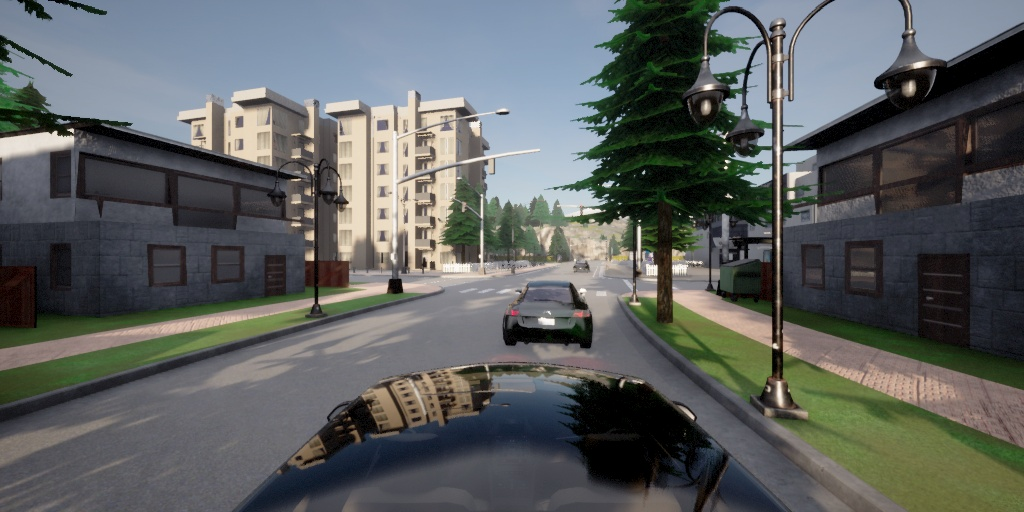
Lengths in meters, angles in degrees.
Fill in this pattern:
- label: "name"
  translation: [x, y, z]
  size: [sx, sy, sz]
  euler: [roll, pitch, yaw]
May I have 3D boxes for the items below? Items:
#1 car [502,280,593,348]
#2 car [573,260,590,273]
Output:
- label: "car"
  translation: [0.994, 1.314, 9.313]
  size: [1.994, 1.385, 4.181]
  euler: [0, 0, 8]
- label: "car"
  translation: [8.733, 1.276, 44.861]
  size: [2.128, 1.511, 4.902]
  euler: [0, 0, 14]
